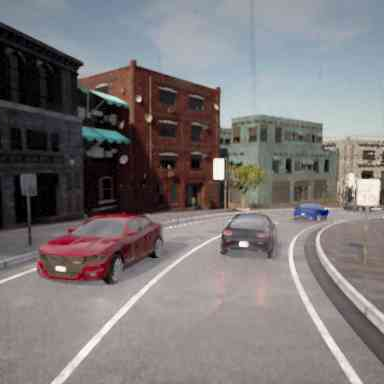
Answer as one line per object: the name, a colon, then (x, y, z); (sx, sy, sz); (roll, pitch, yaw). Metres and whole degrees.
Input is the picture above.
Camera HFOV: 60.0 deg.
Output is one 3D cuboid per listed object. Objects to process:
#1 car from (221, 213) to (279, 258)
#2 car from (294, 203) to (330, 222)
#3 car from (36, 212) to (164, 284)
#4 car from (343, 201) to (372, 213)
car: (2.330, 1.539, 12.989); (1.812, 1.442, 4.674); (2, 0, 16)
car: (10.428, 1.673, 28.738); (1.882, 1.535, 5.008); (4, 1, 37)
car: (-2.317, 1.397, 9.691); (1.882, 1.535, 5.008); (1, 0, 13)
car: (21.721, 1.897, 43.618); (4.181, 1.385, 1.994); (2, 3, -32)
